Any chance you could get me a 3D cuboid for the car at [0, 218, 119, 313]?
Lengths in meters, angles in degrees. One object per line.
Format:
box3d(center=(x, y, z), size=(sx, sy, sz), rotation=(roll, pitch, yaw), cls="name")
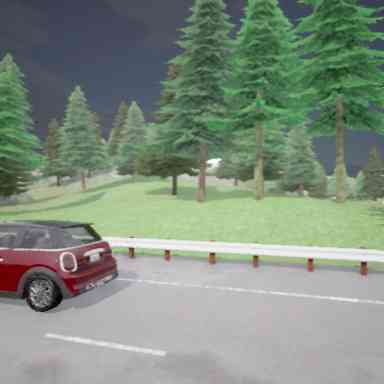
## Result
box3d(center=(-4.101, 1.436, 7.787), size=(4.553, 1.767, 2.097), rotation=(0, -1, 18), cls="car")
